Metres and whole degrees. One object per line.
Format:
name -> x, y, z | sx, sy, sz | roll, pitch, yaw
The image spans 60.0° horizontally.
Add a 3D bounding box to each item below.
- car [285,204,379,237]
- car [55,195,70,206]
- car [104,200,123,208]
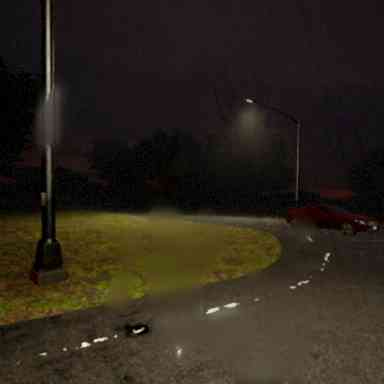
car -> 6.967, 1.349, 16.986 | 1.812, 1.442, 4.674 | 3, -2, -35
car -> -25.809, 1.661, 66.213 | 2.150, 2.045, 5.566 | 3, -3, -28
car -> -14.059, 2.137, 59.425 | 2.033, 1.411, 5.357 | 4, -3, -35
